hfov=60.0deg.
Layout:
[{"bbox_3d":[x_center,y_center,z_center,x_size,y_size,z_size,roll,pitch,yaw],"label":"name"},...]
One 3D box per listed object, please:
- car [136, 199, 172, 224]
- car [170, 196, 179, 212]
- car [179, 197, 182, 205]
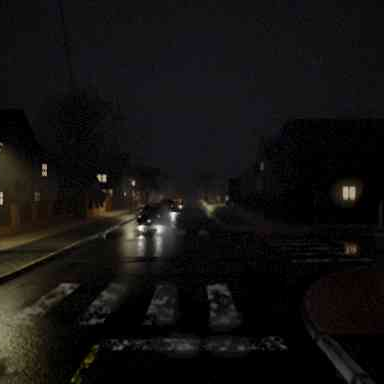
[{"bbox_3d":[-2.847,1.524,24.708,2.033,1.411,5.357,0,0,0],"label":"car"},{"bbox_3d":[-2.843,1.505,37.884,1.812,1.442,4.674,0,0,0],"label":"car"},{"bbox_3d":[-2.763,1.526,58.893,1.882,1.535,5.008,0,-1,0],"label":"car"}]
